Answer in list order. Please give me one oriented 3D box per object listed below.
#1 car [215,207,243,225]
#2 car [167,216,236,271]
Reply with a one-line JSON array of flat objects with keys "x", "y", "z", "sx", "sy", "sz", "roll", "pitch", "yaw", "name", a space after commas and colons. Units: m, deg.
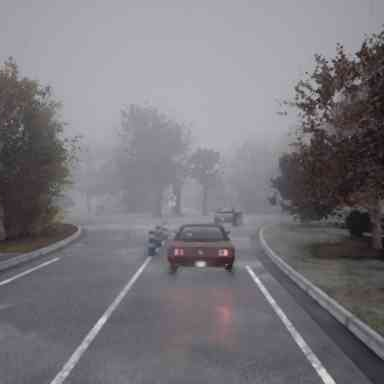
[{"x": 3.303, "y": 2.107, "z": 29.399, "sx": 2.128, "sy": 1.511, "sz": 4.902, "roll": -1, "pitch": -2, "yaw": 18, "name": "car"}, {"x": 0.349, "y": 1.701, "z": 11.228, "sx": 1.895, "sy": 1.301, "sz": 4.718, "roll": 0, "pitch": -1, "yaw": 3, "name": "car"}]
